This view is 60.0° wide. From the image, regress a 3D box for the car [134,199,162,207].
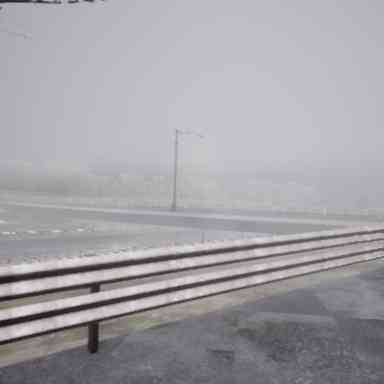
[{"bbox_3d":[-7.004,1.860,53.064,5.008,1.535,1.882,1,-2,31],"label":"car"}]
